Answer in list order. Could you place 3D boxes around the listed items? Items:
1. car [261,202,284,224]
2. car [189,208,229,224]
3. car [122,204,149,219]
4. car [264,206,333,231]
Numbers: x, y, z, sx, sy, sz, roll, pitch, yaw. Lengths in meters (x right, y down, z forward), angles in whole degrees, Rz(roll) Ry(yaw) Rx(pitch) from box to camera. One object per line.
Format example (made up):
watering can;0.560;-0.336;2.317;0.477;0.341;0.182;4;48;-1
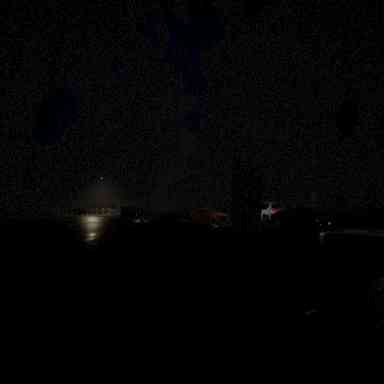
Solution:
car;6.592;2.050;32.402;2.150;2.045;5.566;1;-3;-36
car;1.687;2.409;34.148;1.882;1.535;5.008;1;-3;-35
car;-8.329;2.797;48.268;2.150;2.045;5.566;1;-3;-35
car;8.136;2.030;25.050;1.837;1.490;4.892;1;-3;-35
